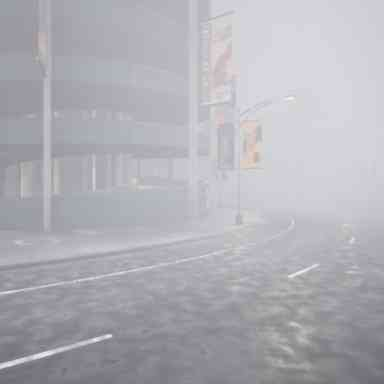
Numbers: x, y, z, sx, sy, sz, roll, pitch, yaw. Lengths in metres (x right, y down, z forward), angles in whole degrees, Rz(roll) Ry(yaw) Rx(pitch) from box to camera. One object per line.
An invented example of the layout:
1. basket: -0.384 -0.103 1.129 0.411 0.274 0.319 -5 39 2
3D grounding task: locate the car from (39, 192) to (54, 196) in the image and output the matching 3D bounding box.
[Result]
1. car: -23.807 1.024 54.867 2.435 2.045 5.566 0 0 -36

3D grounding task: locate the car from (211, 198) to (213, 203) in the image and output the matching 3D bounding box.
1. car: 1.513 1.324 62.334 2.150 2.045 5.566 0 0 -36
